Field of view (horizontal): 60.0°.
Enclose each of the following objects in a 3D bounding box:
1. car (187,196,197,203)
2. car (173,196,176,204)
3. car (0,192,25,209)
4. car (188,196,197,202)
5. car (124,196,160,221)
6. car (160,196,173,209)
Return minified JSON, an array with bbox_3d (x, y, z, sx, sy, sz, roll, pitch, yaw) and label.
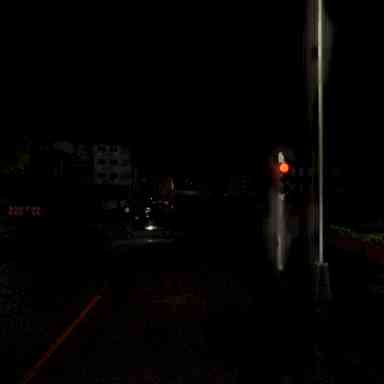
[{"bbox_3d":[0.071,1.524,66.263,2.033,1.411,5.357,0,0,0],"label":"car"},{"bbox_3d":[-3.999,1.471,61.706,2.128,1.511,4.902,0,0,0],"label":"car"},{"bbox_3d":[-19.721,0.973,35.058,1.905,1.878,3.866,0,0,35],"label":"car"},{"bbox_3d":[0.082,1.556,76.858,1.895,1.301,4.718,0,0,0],"label":"car"},{"bbox_3d":[-4.071,1.341,26.778,2.097,1.767,4.553,0,0,0],"label":"car"},{"bbox_3d":[-4.047,1.335,44.254,2.097,1.767,4.553,0,0,0],"label":"car"}]
